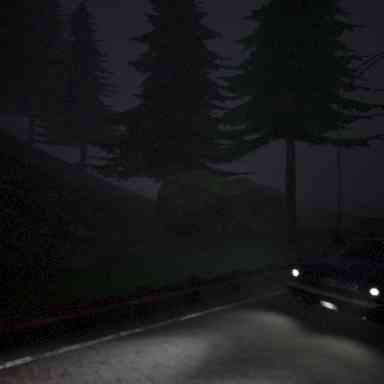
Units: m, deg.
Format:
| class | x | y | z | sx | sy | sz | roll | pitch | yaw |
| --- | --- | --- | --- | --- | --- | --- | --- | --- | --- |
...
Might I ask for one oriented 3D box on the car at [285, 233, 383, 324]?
| class | x | y | z | sx | sy | sz | roll | pitch | yaw |
| --- | --- | --- | --- | --- | --- | --- | --- | --- | --- |
| car | 4.104 | 1.593 | 6.863 | 4.718 | 1.301 | 1.895 | 0 | 0 | -35 |
